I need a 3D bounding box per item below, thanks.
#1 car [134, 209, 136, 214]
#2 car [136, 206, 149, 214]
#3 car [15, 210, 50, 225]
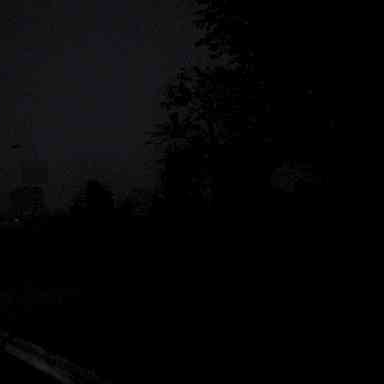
[{"bbox_3d":[-10.900,3.472,62.783,1.812,1.442,4.674,-4,-3,33],"label":"car"},{"bbox_3d":[-7.626,3.331,61.405,1.895,1.301,4.718,-4,-3,32],"label":"car"},{"bbox_3d":[-16.043,2.618,34.891,1.812,1.442,4.674,-4,-3,32],"label":"car"}]
